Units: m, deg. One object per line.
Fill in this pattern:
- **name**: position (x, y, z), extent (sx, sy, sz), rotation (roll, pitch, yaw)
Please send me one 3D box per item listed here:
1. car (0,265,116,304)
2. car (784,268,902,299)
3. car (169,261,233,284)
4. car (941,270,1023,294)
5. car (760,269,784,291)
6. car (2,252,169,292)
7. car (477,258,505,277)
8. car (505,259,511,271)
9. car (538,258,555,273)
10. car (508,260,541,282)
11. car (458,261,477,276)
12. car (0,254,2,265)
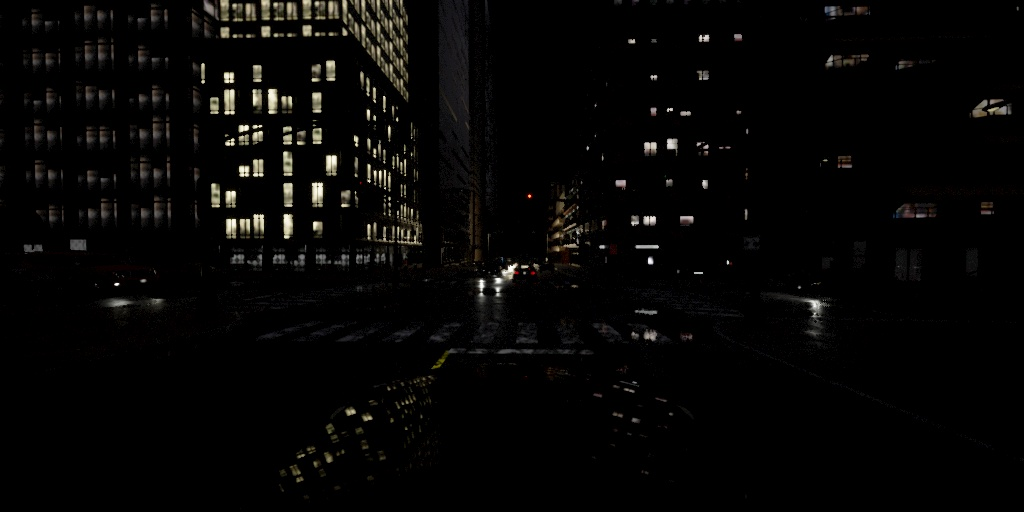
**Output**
- **car**: position (-19.858, 1.204, 14.957), extent (4.403, 1.370, 2.007), rotation (0, 0, 3)
- **car**: position (17.556, 1.399, 18.867), extent (4.674, 1.442, 1.812), rotation (0, 1, 3)
- **car**: position (-20.943, 1.029, 23.334), extent (4.829, 1.417, 1.751), rotation (0, 0, 3)
- **car**: position (28.044, 1.460, 20.951), extent (4.507, 1.381, 1.888), rotation (0, 0, 3)
- **car**: position (16.991, 1.375, 21.497), extent (4.403, 1.370, 2.007), rotation (0, 0, 3)
- **car**: position (-20.662, 0.824, 17.543), extent (5.566, 2.045, 2.150), rotation (1, 1, 3)
- **car**: position (-1.958, 1.245, 34.805), extent (1.837, 1.490, 4.892), rotation (0, 0, 2)
- **car**: position (-1.503, 1.301, 47.585), extent (1.994, 1.385, 4.181), rotation (0, 0, 2)
- **car**: position (4.103, 1.288, 42.435), extent (2.007, 1.370, 4.403), rotation (0, 0, 2)
- **car**: position (1.028, 1.289, 28.689), extent (2.033, 1.411, 5.357), rotation (0, 0, 2)
- **car**: position (-4.478, 1.265, 36.910), extent (1.751, 1.417, 4.829), rotation (0, 0, 2)
- **car**: position (-32.875, 0.713, 23.960), extent (5.009, 1.841, 2.192), rotation (0, 0, 3)
